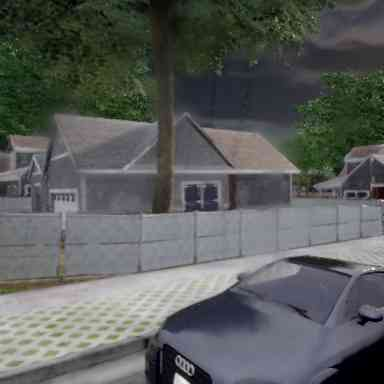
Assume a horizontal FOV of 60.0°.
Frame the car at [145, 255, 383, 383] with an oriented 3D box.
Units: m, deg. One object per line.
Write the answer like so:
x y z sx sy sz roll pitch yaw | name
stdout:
1.545 1.563 4.152 4.181 1.385 1.994 0 0 -35 | car
